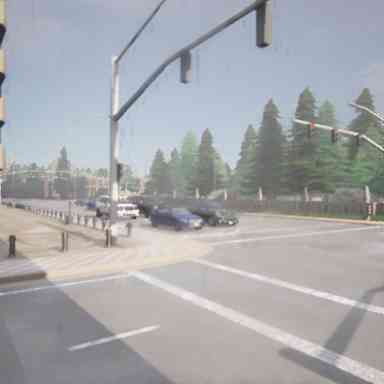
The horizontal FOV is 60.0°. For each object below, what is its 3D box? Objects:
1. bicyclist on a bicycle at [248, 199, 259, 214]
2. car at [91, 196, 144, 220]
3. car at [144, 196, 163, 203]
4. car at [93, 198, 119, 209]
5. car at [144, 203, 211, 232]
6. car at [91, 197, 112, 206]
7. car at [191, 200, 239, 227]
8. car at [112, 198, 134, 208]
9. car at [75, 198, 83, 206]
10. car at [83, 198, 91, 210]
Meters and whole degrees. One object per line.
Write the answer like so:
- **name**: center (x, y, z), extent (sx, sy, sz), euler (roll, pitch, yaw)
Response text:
- **bicyclist on a bicycle**: center (6.600, 1.542, 35.819), extent (1.656, 1.620, 0.582), euler (0, 0, -36)
- **car**: center (-6.747, 1.360, 29.565), extent (2.150, 2.045, 5.566), euler (1, 0, -36)
- **car**: center (-4.283, 1.385, 32.131), extent (2.150, 2.045, 5.566), euler (1, 0, -36)
- **car**: center (-13.176, 1.737, 50.768), extent (2.033, 1.411, 5.357), euler (1, 0, -36)
- **car**: center (-1.076, 1.664, 21.710), extent (1.812, 1.442, 4.674), euler (1, 0, -36)
- **car**: center (-16.879, 1.761, 61.884), extent (2.033, 1.411, 5.357), euler (1, 0, -36)
- **car**: center (1.330, 1.515, 24.354), extent (2.097, 1.767, 4.553), euler (1, 0, -36)
- **car**: center (-11.271, 1.740, 54.103), extent (1.812, 1.442, 4.674), euler (1, 0, -36)
- **car**: center (-19.074, 1.737, 58.929), extent (2.033, 1.411, 5.357), euler (1, 0, -36)
- **car**: center (-11.901, 1.641, 42.706), extent (1.882, 1.535, 5.008), euler (1, 0, -36)
